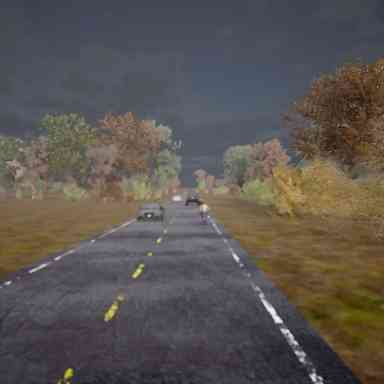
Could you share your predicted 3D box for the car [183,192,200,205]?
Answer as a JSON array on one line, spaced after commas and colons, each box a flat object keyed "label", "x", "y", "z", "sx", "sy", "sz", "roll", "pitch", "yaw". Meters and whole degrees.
[{"label": "car", "x": 0.089, "y": 1.109, "z": 55.440, "sx": 2.150, "sy": 2.045, "sz": 5.566, "roll": 0, "pitch": 0, "yaw": 0}]

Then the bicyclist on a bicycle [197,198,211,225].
[{"label": "bicyclist on a bicycle", "x": 0.844, "y": 1.399, "z": 22.259, "sx": 0.866, "sy": 1.612, "sz": 1.509, "roll": 0, "pitch": 0, "yaw": 0}]

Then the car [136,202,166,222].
[{"label": "car", "x": -3.099, "y": 1.519, "z": 26.062, "sx": 1.994, "sy": 1.385, "sz": 4.181, "roll": 0, "pitch": 0, "yaw": 0}]

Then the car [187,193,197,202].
[{"label": "car", "x": -0.006, "y": 1.192, "z": 74.182, "sx": 2.097, "sy": 1.767, "sz": 4.553, "roll": 0, "pitch": 0, "yaw": 0}]

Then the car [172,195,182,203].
[{"label": "car", "x": -3.010, "y": 1.381, "z": 67.088, "sx": 1.812, "sy": 1.442, "sz": 4.674, "roll": 0, "pitch": 0, "yaw": 0}]
